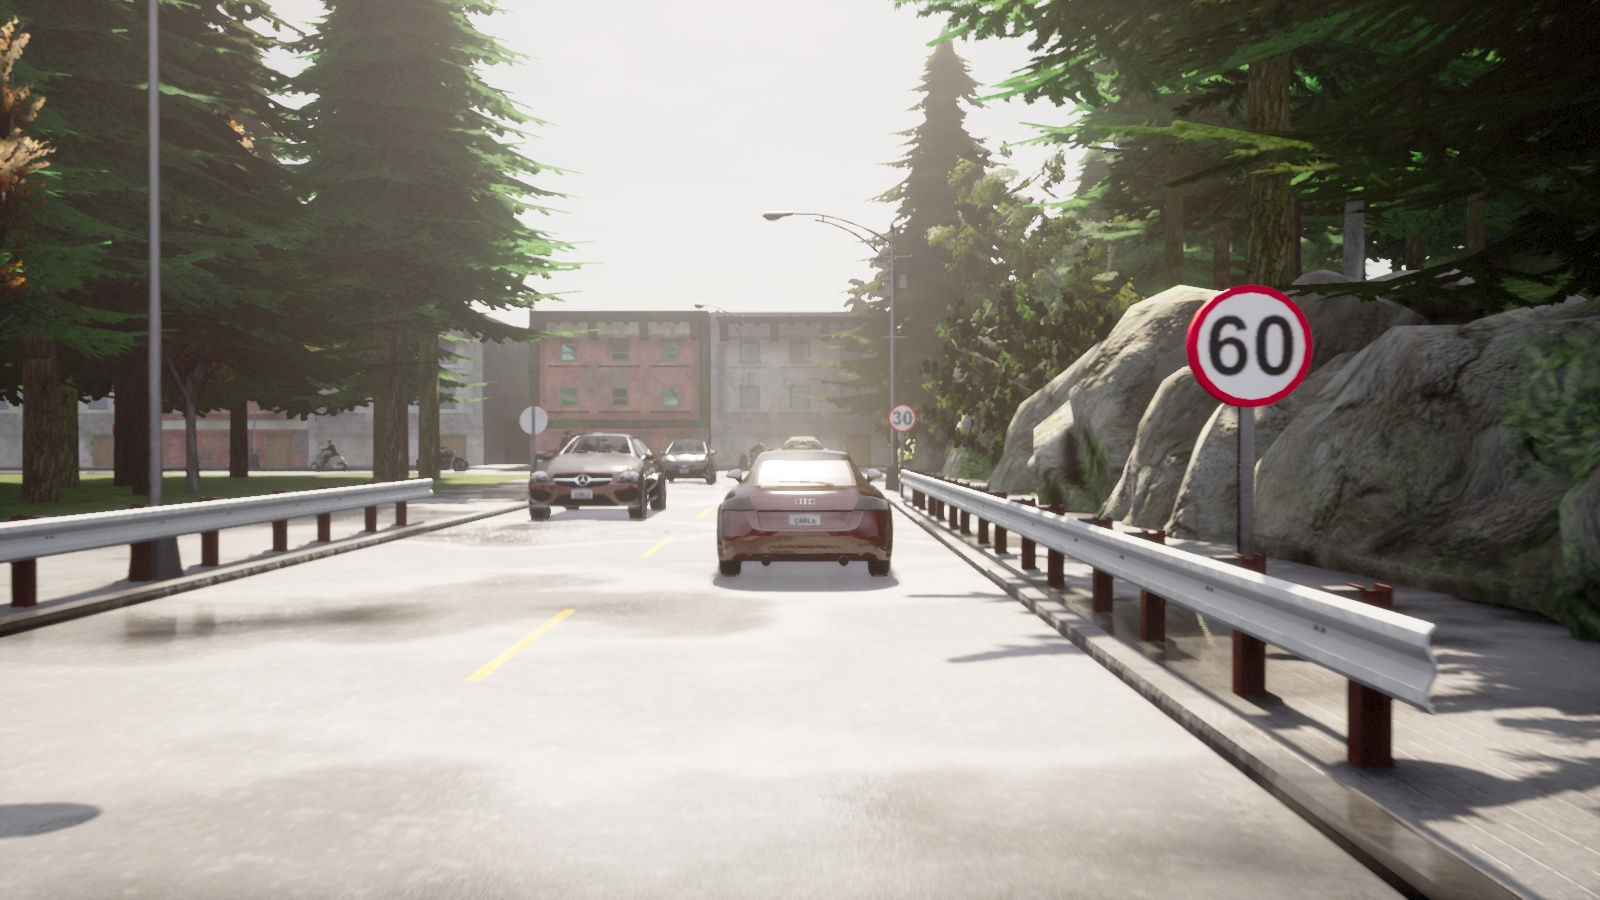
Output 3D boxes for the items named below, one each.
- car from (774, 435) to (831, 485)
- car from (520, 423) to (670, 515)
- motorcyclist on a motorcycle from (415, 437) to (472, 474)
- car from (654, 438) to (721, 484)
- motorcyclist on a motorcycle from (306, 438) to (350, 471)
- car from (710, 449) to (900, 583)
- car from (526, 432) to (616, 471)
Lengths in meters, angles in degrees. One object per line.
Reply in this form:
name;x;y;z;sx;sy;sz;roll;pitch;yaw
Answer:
car;0.089;0.314;42.717;1.851;1.617;3.988;0;0;0
car;-3.934;0.328;25.033;2.152;1.651;5.027;0;0;0
motorcyclist on a motorcycle;-16.101;0.245;56.720;2.350;1.649;0.766;0;0;0
car;-3.891;0.350;43.947;2.007;1.525;4.514;0;0;-1
motorcyclist on a motorcycle;-22.837;0.211;60.765;1.817;1.590;0.866;0;0;0
car;0.054;0.692;15.315;1.994;1.385;4.181;0;1;0
car;-11.025;0.065;60.570;3.866;1.878;1.905;0;0;8
